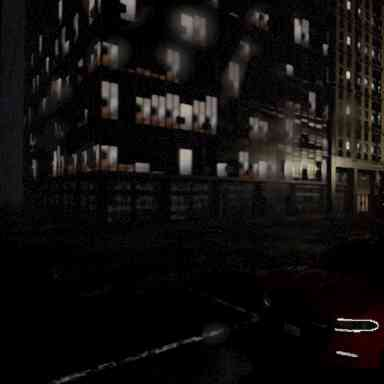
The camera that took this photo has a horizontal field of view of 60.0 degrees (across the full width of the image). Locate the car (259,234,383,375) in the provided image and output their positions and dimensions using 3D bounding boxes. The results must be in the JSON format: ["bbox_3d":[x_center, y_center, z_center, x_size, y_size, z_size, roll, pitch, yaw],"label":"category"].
[{"bbox_3d":[3.321,1.521,5.745,5.008,1.535,1.882,1,0,-35],"label":"car"}]
